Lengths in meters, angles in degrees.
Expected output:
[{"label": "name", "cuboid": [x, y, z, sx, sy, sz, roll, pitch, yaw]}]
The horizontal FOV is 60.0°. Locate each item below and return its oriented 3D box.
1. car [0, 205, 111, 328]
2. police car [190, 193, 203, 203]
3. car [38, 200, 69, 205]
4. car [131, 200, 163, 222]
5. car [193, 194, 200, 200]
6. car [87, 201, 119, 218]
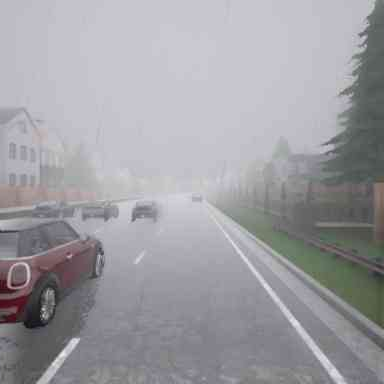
[{"label": "car", "cuboid": [-3.402, 1.325, 7.093, 2.097, 1.767, 4.553, 0, 0, 0]}, {"label": "police car", "cuboid": [1.043, 1.185, 64.017, 1.930, 1.638, 5.238, 0, 0, 0]}, {"label": "car", "cuboid": [-10.403, 1.408, 25.469, 1.837, 1.490, 4.892, 0, 0, 0]}, {"label": "car", "cuboid": [-3.403, 1.409, 25.465, 1.837, 1.490, 4.892, 0, 0, 0]}, {"label": "car", "cuboid": [1.042, 1.226, 79.907, 1.812, 1.442, 4.674, 0, 0, 0]}, {"label": "car", "cuboid": [-6.903, 1.395, 25.389, 2.128, 1.511, 4.902, 0, 0, 0]}]
